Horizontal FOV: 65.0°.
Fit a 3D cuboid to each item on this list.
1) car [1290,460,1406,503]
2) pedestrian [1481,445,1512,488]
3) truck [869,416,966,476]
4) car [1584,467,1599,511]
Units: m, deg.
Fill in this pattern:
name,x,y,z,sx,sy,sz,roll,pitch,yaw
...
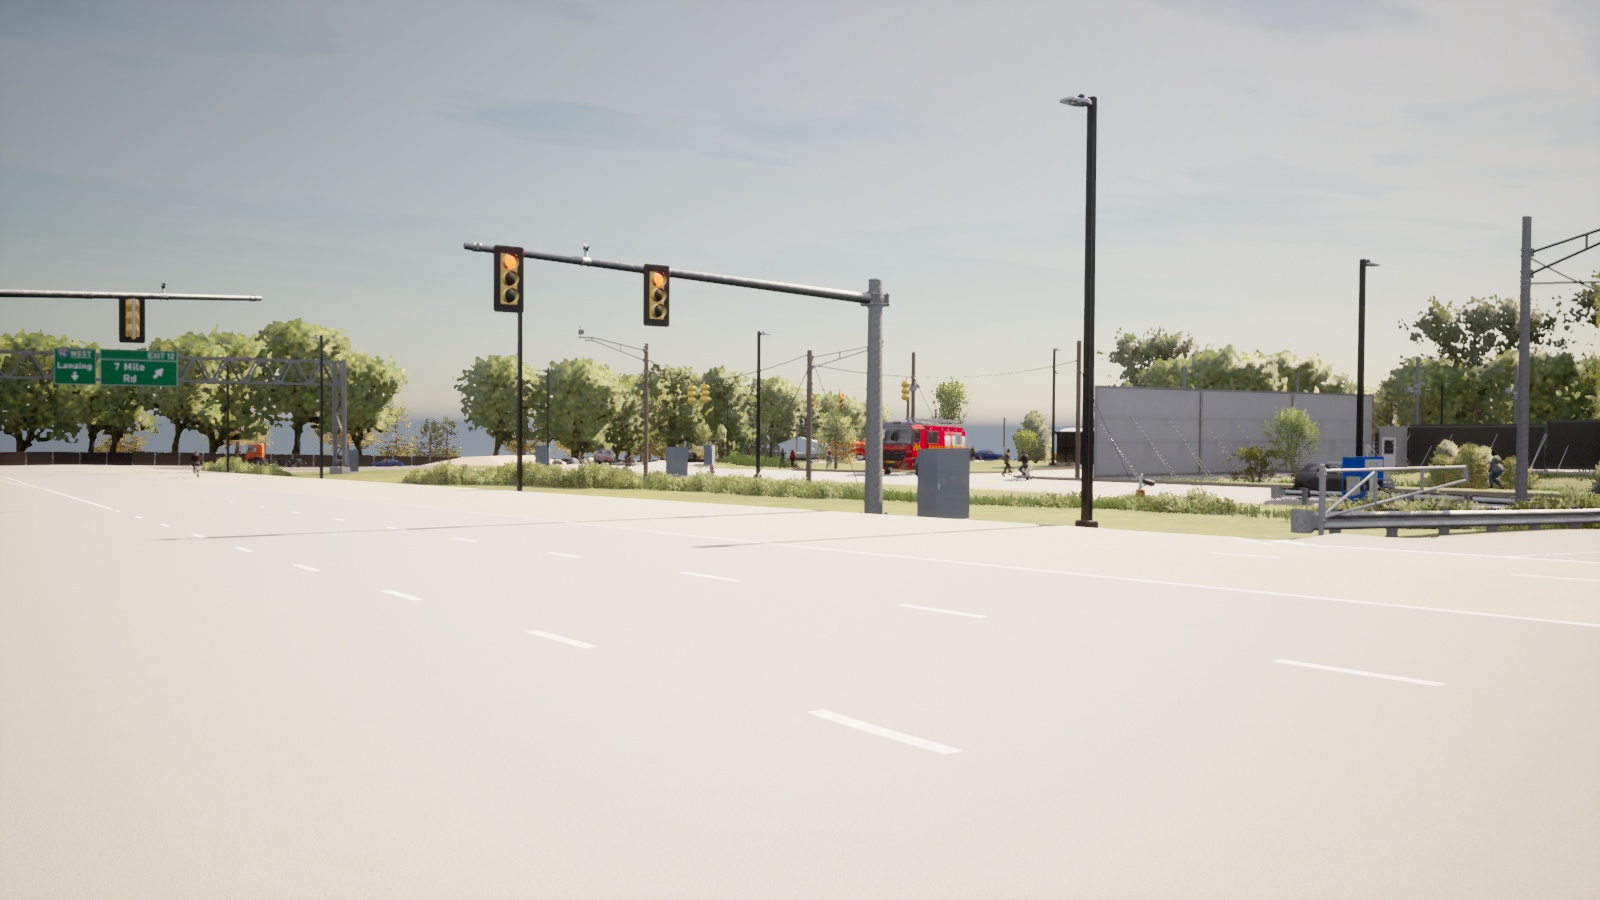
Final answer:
name,x,y,z,sx,sy,sz,roll,pitch,yaw
car,20.947,1.162,48.080,1.845,1.501,3.633,-1,1,-34
pedestrian,31.168,0.725,56.214,0.874,1.855,0.900,-1,2,-36
truck,8.075,-0.229,85.155,2.891,3.827,8.468,1,0,33
car,27.111,1.243,39.049,1.994,1.385,4.181,-1,0,-34
